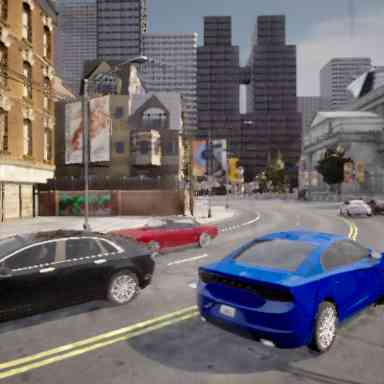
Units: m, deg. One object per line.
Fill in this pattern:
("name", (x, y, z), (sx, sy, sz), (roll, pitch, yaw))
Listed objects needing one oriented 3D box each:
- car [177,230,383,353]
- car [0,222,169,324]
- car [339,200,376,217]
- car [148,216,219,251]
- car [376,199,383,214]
("car", (2.261, 1.484, 6.326), (5.008, 1.535, 1.882), (0, 0, -44))
("car", (-3.015, 1.551, 6.436), (4.892, 1.490, 1.837), (0, 0, -40))
("car", (15.095, 1.516, 30.850), (1.812, 1.442, 4.674), (0, 0, 12))
("car", (-1.039, 1.654, 13.115), (1.895, 1.301, 4.718), (-1, 0, 41))
("car", (19.157, 1.497, 34.290), (1.812, 1.442, 4.674), (0, 0, 8))
